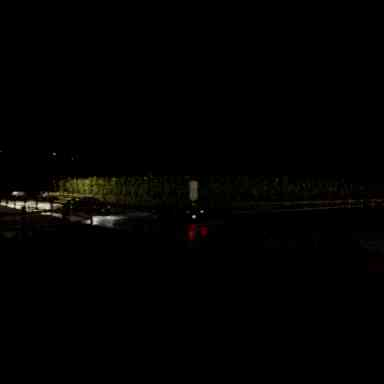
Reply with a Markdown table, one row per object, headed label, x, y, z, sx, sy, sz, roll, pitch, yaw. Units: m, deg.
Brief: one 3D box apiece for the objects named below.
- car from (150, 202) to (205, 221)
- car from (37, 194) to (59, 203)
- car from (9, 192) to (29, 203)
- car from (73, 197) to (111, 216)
| label | x | y | z | sx | sy | sz | roll | pitch | yaw |
| --- | --- | --- | --- | --- | --- | --- | --- | --- | --- |
| car | -1.232 | 1.394 | 25.082 | 1.895 | 1.301 | 4.718 | 1 | 0 | -39 |
| car | -21.516 | 0.884 | 49.493 | 1.895 | 1.301 | 4.718 | 1 | 1 | -39 |
| car | -25.061 | 0.724 | 48.105 | 2.128 | 1.511 | 4.902 | 1 | 0 | -39 |
| car | -8.583 | 1.173 | 28.256 | 1.812 | 1.442 | 4.674 | 1 | 0 | -40 |
